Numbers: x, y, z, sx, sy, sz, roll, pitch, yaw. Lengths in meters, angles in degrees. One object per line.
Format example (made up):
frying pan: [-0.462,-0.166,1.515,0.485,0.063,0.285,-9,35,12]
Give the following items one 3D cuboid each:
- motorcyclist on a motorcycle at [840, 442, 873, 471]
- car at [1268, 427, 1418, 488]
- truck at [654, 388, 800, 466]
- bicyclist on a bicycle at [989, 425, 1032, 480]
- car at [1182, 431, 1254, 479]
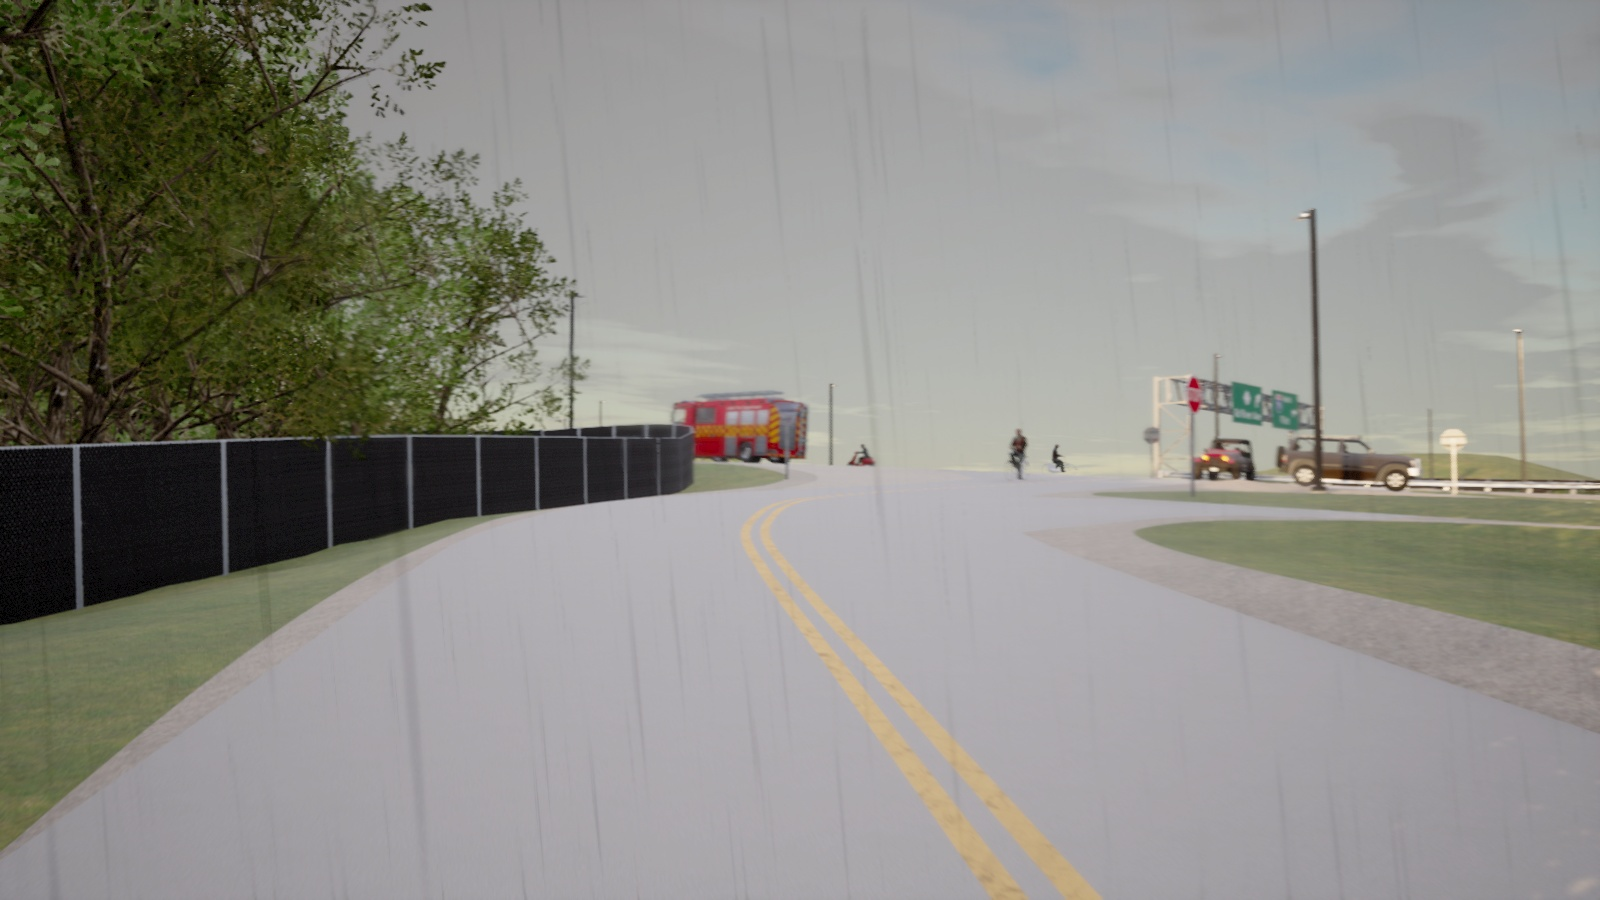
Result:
motorcyclist on a motorcycle: [3.291,0.355,72.526,1.817,1.590,0.866,2,-2,6]
car: [18.760,0.248,43.533,4.605,1.855,1.932,3,0,23]
truck: [-4.049,-1.126,68.062,2.891,3.827,8.468,4,-4,-45]
bicyclist on a bicycle: [7.015,0.080,41.860,0.659,1.776,1.843,-1,0,34]
car: [17.785,0.233,53.353,1.905,1.878,3.866,2,-1,33]
